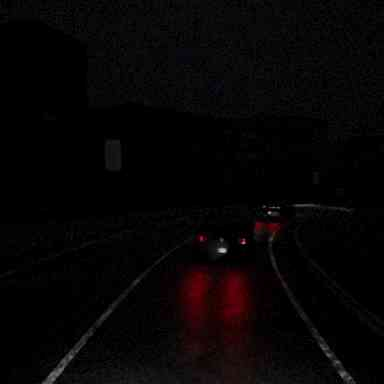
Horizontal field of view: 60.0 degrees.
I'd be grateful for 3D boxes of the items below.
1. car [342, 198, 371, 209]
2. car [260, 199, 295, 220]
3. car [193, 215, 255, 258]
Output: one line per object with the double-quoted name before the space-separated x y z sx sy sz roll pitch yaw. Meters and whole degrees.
"car" 23.966 1.617 48.441 4.902 1.511 2.128 2 3 -28
"car" 7.059 1.369 27.069 2.128 1.511 4.902 3 1 30
"car" 1.396 1.498 12.440 1.895 1.301 4.718 1 1 12
